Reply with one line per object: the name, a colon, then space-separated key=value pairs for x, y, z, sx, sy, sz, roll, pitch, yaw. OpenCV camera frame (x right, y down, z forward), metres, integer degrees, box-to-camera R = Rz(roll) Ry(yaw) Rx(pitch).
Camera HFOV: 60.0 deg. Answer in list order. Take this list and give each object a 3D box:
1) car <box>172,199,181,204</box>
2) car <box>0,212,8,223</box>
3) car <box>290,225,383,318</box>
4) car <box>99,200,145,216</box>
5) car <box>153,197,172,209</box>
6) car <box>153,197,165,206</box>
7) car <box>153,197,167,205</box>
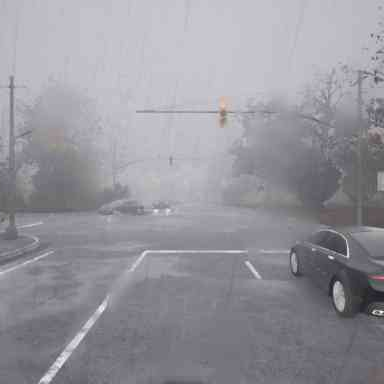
car: x=-4.376 y=2.432 z=83.133 sx=1.895 sy=1.301 sz=4.718 roll=0 pitch=-1 yaw=-22
car: x=-15.476 y=1.675 z=23.002 sx=4.718 sy=1.301 sz=1.895 roll=-1 pitch=0 yaw=-3
car: x=3.598 y=1.505 z=7.400 sx=1.837 sy=1.490 sz=4.892 roll=0 pitch=0 yaw=1
car: x=-6.759 y=1.516 z=32.387 sx=1.837 sy=1.490 sz=4.892 roll=2 pitch=1 yaw=36
car: x=-4.172 y=1.461 z=46.175 sx=2.097 sy=1.767 sz=4.553 roll=0 pitch=-1 yaw=-4
car: x=-6.579 y=1.844 z=65.921 sx=2.097 sy=1.767 sz=4.553 roll=0 pitch=-1 yaw=-11
car: x=-8.062 y=2.218 z=82.959 sx=2.097 sy=1.767 sz=4.553 roll=0 pitch=-1 yaw=-25
